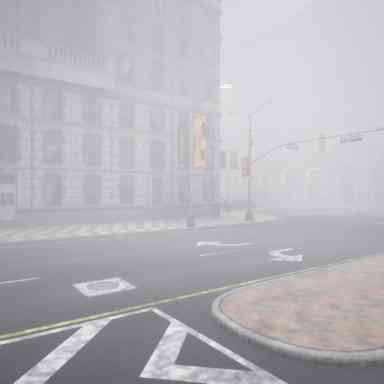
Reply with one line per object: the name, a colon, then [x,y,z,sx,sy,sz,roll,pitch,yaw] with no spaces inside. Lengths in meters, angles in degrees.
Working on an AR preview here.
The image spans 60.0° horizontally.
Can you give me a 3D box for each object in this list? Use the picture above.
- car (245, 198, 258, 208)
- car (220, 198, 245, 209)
car: [7.080,1.564,46.199,1.994,1.385,4.181,0,0,-36]
car: [4.065,1.547,44.383,2.033,1.411,5.357,0,0,-36]
